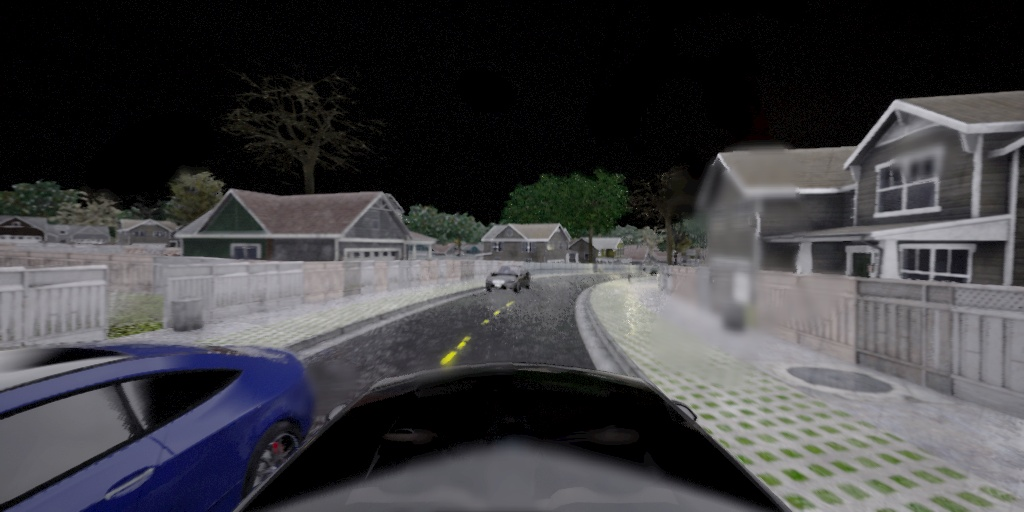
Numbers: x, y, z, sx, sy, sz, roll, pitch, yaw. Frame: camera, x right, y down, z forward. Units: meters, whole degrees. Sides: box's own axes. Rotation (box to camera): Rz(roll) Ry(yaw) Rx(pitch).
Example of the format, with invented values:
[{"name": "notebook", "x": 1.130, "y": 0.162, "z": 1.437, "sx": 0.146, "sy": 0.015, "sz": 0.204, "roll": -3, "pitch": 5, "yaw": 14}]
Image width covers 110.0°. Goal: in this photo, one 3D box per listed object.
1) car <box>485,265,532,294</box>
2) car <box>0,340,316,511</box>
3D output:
[{"name": "car", "x": -0.099, "y": 1.317, "z": 21.277, "sx": 2.128, "sy": 1.511, "sz": 4.902, "roll": 1, "pitch": -1, "yaw": 15}, {"name": "car", "x": -2.698, "y": 1.253, "z": 1.461, "sx": 1.812, "sy": 1.442, "sz": 4.674, "roll": 0, "pitch": 0, "yaw": 1}]
